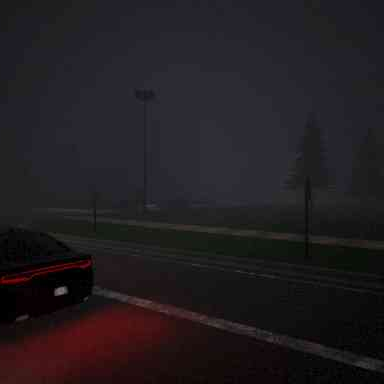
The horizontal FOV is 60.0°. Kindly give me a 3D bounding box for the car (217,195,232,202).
[{"bbox_3d":[6.385,1.286,69.643,2.033,1.411,5.357,0,0,35],"label":"car"}]

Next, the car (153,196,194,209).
[{"bbox_3d":[-2.431,1.547,45.045,2.033,1.411,5.357,0,0,35],"label":"car"}]

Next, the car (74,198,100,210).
[{"bbox_3d":[-12.160,1.547,43.362,2.033,1.411,5.357,0,0,35],"label":"car"}]

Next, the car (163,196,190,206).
[{"bbox_3d":[-2.605,1.491,56.973,2.128,1.511,4.902,0,0,35],"label":"car"}]

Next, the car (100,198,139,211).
[{"bbox_3d":[-8.725,1.477,42.165,1.882,1.535,5.008,0,0,35],"label":"car"}]

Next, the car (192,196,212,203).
[{"bbox_3d":[2.209,1.527,69.783,1.895,1.301,4.718,0,0,35],"label":"car"}]

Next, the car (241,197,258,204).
[{"bbox_3d":[11.137,1.564,64.285,1.994,1.385,4.181,0,0,36],"label":"car"}]

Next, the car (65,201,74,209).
[{"bbox_3d":[-15.002,1.526,45.403,1.812,1.442,4.674,0,0,35],"label":"car"}]

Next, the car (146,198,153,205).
[{"bbox_3d":[-6.033,1.564,58.177,1.994,1.385,4.181,0,0,35],"label":"car"}]

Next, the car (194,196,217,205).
[{"bbox_3d":[1.859,1.526,57.229,1.812,1.442,4.674,0,0,35],"label":"car"}]

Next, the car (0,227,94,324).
[{"bbox_3d":[-4.162,1.478,6.935,5.008,1.535,1.882,0,0,36],"label":"car"}]
